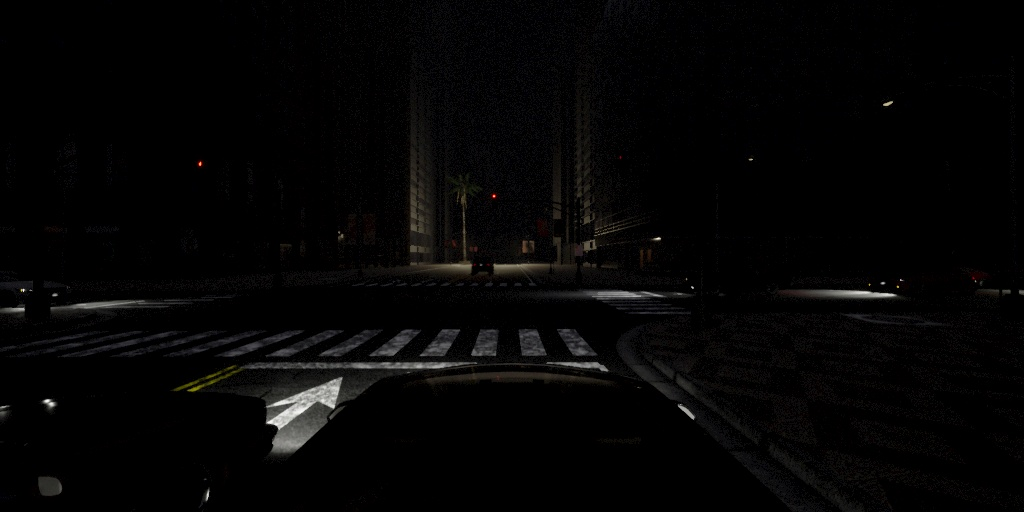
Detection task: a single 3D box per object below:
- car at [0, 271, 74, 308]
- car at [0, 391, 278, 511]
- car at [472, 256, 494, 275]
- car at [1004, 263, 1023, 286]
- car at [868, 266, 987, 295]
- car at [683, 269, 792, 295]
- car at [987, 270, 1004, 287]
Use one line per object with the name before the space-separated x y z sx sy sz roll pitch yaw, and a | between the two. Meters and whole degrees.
car | -21.378 1.354 14.979 4.674 1.442 1.812 0 0 1
car | -3.176 1.297 0.755 2.033 1.411 5.357 0 0 4
car | -3.224 1.055 40.172 2.150 2.045 5.566 0 0 0
car | 32.065 1.115 21.857 4.097 1.591 1.967 0 0 -1
car | 21.541 1.248 18.914 4.181 1.385 1.994 0 0 0
car | 11.619 1.319 18.750 4.718 1.301 1.895 0 0 -1
car | 26.427 1.273 21.759 4.207 1.307 1.802 0 0 -1
